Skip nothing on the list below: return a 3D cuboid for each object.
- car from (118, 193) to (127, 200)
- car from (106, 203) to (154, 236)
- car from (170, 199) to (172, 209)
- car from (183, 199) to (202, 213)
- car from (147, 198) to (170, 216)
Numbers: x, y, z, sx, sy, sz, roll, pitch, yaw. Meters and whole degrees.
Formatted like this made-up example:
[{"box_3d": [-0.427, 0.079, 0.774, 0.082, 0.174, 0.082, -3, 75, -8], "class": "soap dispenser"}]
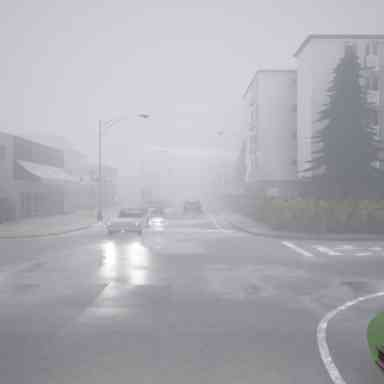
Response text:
[{"box_3d": [-19.110, 1.481, 91.748, 2.007, 1.523, 4.514, 0, 0, 0], "class": "car"}, {"box_3d": [-3.636, 1.663, 19.647, 1.895, 1.301, 4.718, 0, 3, 0], "class": "car"}, {"box_3d": [-3.679, 1.543, 45.981, 2.033, 1.411, 5.357, 0, 0, 0], "class": "car"}, {"box_3d": [0.026, 1.488, 36.409, 2.128, 1.511, 4.902, 0, 0, 0], "class": "car"}, {"box_3d": [-3.664, 1.487, 32.662, 2.128, 1.511, 4.902, 0, 0, 0], "class": "car"}]
